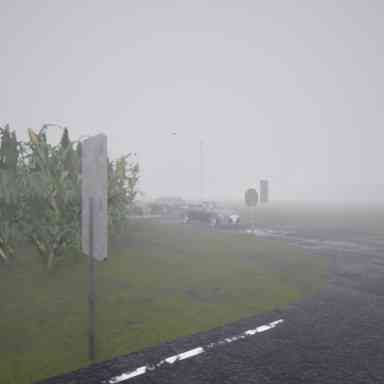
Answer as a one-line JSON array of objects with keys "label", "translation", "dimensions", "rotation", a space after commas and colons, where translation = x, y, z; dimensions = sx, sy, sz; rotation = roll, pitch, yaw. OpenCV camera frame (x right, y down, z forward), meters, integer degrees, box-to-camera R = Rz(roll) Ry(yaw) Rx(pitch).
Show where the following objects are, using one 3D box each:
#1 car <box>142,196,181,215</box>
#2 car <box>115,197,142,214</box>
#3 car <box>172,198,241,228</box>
[{"label": "car", "translation": [-2.451, 1.182, 31.475], "dimensions": [2.097, 1.767, 4.553], "rotation": [0, 1, -36]}, {"label": "car", "translation": [-6.285, 1.324, 31.918], "dimensions": [1.837, 1.490, 4.892], "rotation": [0, 2, -36]}, {"label": "car", "translation": [1.096, 1.392, 21.843], "dimensions": [2.128, 1.511, 4.902], "rotation": [0, 0, -36]}]
